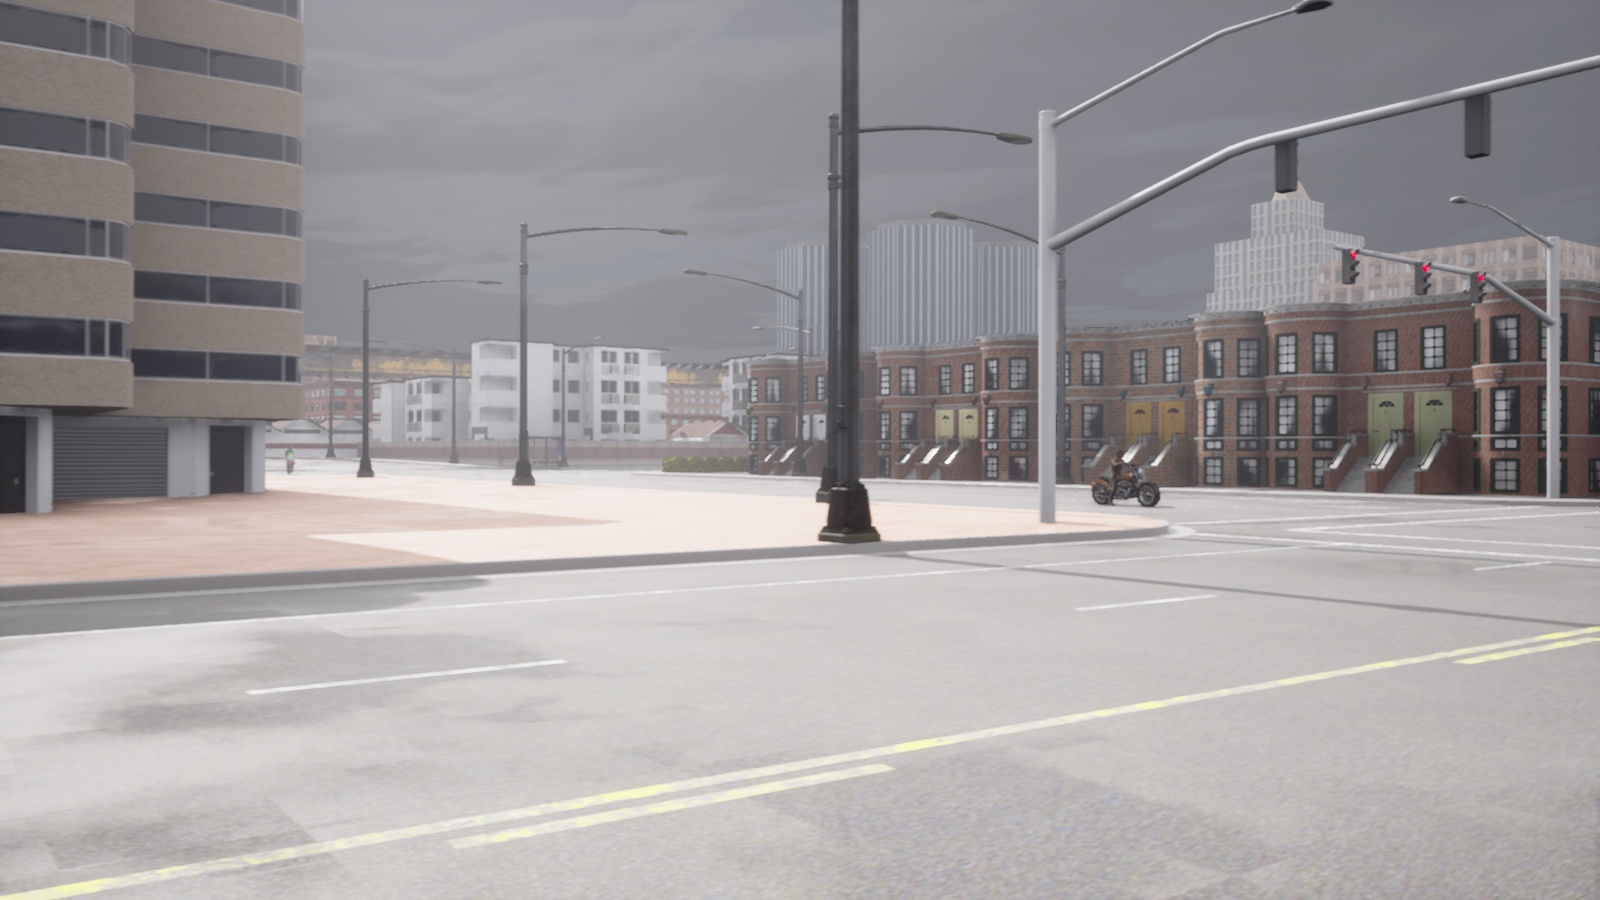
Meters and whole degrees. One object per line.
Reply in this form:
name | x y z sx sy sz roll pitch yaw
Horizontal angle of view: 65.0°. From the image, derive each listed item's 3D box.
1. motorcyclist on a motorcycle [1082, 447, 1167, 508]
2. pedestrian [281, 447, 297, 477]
motorcyclist on a motorcycle | 9.060 0.756 35.154 0.766 1.649 2.350 0 0 -35
pedestrian | -33.568 0.789 82.513 0.873 1.952 0.659 0 0 37
